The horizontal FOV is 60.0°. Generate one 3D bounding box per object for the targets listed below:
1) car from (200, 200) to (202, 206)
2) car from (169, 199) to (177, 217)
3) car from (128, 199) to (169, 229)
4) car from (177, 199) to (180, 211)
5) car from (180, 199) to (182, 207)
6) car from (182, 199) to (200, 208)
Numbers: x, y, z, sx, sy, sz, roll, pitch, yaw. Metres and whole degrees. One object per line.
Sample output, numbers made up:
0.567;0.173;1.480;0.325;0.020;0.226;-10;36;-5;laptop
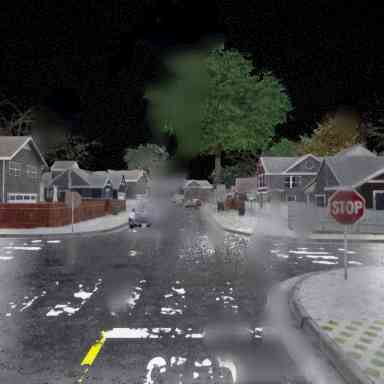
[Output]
0.738;2.097;67.207;1.882;1.535;5.008;0;-1;12;car
-2.936;1.576;34.306;2.097;1.767;4.553;0;-1;0;car
-2.904;1.454;22.383;2.097;1.767;4.553;0;-1;0;car
-2.949;1.854;45.404;1.837;1.490;4.892;0;-1;0;car
-2.711;2.086;61.296;1.837;1.490;4.892;0;-1;4;car
-0.138;2.022;56.609;2.033;1.411;5.357;0;-1;1;car
